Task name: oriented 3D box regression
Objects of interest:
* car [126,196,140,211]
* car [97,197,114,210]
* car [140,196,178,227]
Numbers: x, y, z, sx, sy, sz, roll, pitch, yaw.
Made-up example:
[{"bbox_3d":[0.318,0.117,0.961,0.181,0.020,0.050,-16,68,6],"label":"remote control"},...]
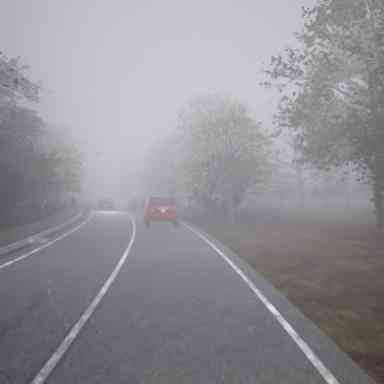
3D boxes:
[{"bbox_3d":[-6.879,1.387,41.308,2.097,1.767,4.553,1,0,-18],"label":"car"},{"bbox_3d":[-11.048,1.450,42.300,2.128,1.511,4.902,2,0,-19],"label":"car"},{"bbox_3d":[-2.304,1.272,23.707,2.150,2.045,5.566,1,0,-10],"label":"car"}]
